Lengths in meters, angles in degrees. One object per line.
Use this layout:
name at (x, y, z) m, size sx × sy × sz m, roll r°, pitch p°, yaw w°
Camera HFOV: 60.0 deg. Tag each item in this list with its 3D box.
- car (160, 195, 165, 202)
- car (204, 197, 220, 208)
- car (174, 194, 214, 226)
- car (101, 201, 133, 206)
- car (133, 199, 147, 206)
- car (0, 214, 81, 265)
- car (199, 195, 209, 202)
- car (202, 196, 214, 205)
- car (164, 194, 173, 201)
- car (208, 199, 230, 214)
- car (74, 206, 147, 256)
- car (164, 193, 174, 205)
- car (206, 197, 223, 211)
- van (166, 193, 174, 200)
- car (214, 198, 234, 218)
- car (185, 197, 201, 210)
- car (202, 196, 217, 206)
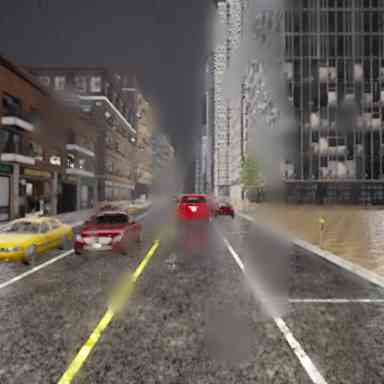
car at (-5.668, 1.340, 68.571) m, size 1.752 × 1.417 × 4.829 m, roll 1°, pitch 0°, yaw 0°
car at (2.677, 1.414, 45.829) m, size 1.887 × 1.381 × 4.507 m, roll 1°, pitch 0°, yaw 0°
car at (0.105, 1.156, 23.059) m, size 2.150 × 2.045 × 5.566 m, roll 0°, pitch 0°, yaw 0°
car at (-5.672, 1.477, 23.162) m, size 1.887 × 1.381 × 4.507 m, roll 1°, pitch 0°, yaw 0°
car at (-5.671, 1.426, 34.387) m, size 1.752 × 1.417 × 4.829 m, roll 1°, pitch 0°, yaw 0°
car at (-5.672, 1.490, 11.597) m, size 1.752 × 1.417 × 4.829 m, roll 1°, pitch 0°, yaw 0°
car at (2.679, 1.348, 74.318) m, size 1.887 × 1.381 × 4.507 m, roll 1°, pitch 0°, yaw 0°
car at (2.678, 1.385, 57.224) m, size 1.887 × 1.381 × 4.507 m, roll 1°, pitch 0°, yaw 0°
car at (-5.665, 1.232, 80.136) m, size 1.967 × 1.590 × 4.097 m, roll 1°, pitch 0°, yaw 0°
car at (2.676, 1.445, 34.432) m, size 1.887 × 1.381 × 4.507 m, roll 1°, pitch 0°, yaw 0°
car at (-3.098, 1.486, 13.135) m, size 1.812 × 1.442 × 4.674 m, roll 0°, pitch 0°, yaw 0°
car at (-3.061, 1.349, 55.498) m, size 1.837 × 1.490 × 4.892 m, roll 0°, pitch 0°, yaw 0°
car at (2.677, 1.409, 40.301) m, size 1.752 × 1.417 × 4.829 m, roll 1°, pitch 0°, yaw 0°
van at (-5.663, 1.122, 85.834) m, size 1.690 × 1.788 × 3.998 m, roll 1°, pitch 0°, yaw 0°
car at (2.675, 1.498, 28.734) m, size 1.802 × 1.307 × 4.206 m, roll 1°, pitch 0°, yaw 0°
car at (0.104, 1.388, 41.232) m, size 1.837 × 1.490 × 4.892 m, roll 0°, pitch 1°, yaw 0°
car at (2.677, 1.405, 51.526) m, size 2.008 × 1.369 × 4.403 m, roll 1°, pitch 0°, yaw 0°
